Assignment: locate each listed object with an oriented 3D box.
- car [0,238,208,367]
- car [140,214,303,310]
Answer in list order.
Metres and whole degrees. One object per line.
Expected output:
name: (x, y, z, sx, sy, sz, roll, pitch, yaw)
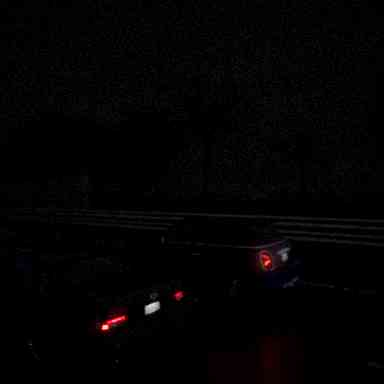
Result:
car: (-2.565, 1.593, 5.827, 5.357, 1.411, 2.033, -1, 0, 35)
car: (0.203, 1.389, 8.145, 4.553, 1.767, 2.097, -1, 0, 36)
